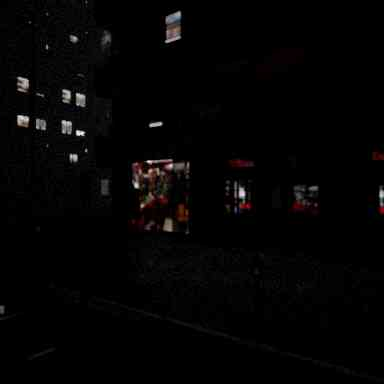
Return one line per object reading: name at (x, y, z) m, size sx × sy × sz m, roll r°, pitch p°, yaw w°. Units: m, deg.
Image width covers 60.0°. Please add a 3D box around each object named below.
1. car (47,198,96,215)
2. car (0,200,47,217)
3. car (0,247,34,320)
car at (-11.153, 1.245, 30.668) m, size 1.752 × 1.417 × 4.829 m, roll 1°, pitch 1°, yaw 35°
car at (-14.246, 1.345, 26.245) m, size 2.008 × 1.369 × 4.403 m, roll 1°, pitch 1°, yaw 35°
car at (-4.696, 1.550, 6.228) m, size 4.403 × 1.369 × 2.008 m, roll 0°, pitch 0°, yaw 36°
